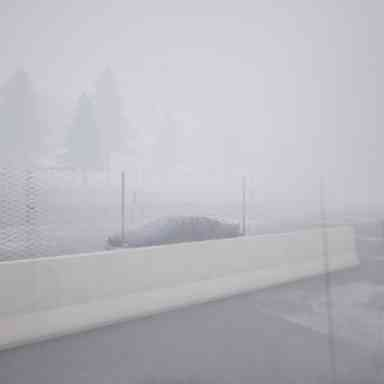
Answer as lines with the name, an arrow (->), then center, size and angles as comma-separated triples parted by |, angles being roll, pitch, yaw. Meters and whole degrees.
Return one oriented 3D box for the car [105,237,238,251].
car -> -0.479, 1.578, 12.487 | 5.357, 1.411, 2.033 | 0, 0, -38
